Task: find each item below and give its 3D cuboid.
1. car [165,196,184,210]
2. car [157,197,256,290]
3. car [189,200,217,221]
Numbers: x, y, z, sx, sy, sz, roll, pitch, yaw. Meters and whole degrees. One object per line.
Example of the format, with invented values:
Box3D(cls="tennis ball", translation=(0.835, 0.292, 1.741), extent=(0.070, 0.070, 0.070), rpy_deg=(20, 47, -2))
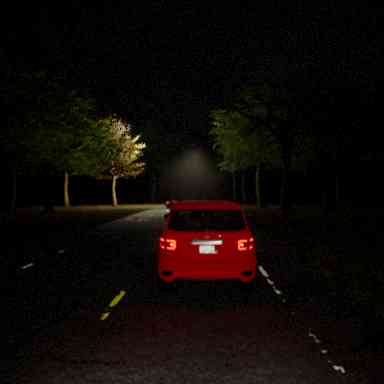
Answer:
Box3D(cls="car", translation=(-2.288, 1.419, 44.567), extent=(2.097, 1.767, 4.553), rpy_deg=(0, 0, 2))
Box3D(cls="car", translation=(0.351, 1.217, 9.199), extent=(2.150, 2.045, 5.566), rpy_deg=(0, 0, 1))
Box3D(cls="car", translation=(0.893, 1.482, 28.173), extent=(2.128, 1.511, 4.902), rpy_deg=(0, 0, 1))
